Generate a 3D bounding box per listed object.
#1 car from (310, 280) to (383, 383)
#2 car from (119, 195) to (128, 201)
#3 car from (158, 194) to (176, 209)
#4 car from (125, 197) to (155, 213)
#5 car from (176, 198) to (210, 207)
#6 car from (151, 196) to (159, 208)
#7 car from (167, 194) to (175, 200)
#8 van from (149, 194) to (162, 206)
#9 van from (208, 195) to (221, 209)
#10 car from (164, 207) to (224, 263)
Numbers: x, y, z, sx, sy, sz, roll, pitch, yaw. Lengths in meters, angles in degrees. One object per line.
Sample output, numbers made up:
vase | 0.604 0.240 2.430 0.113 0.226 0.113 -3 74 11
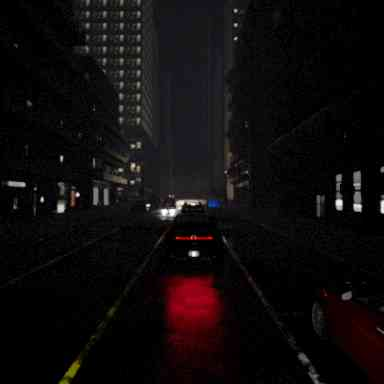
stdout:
car | 2.704 1.581 3.616 1.802 1.307 4.206 1 0 0
car | -16.490 1.453 76.073 4.097 1.590 1.967 0 -1 0
car | -3.084 1.466 45.105 2.128 1.511 4.902 0 0 0
car | -5.642 1.530 36.805 2.008 1.369 4.403 1 0 0
car | 0.070 1.478 26.925 2.128 1.511 4.902 0 0 0
car | -5.643 1.558 42.346 1.802 1.307 4.206 1 0 0
car | -5.672 1.386 91.493 1.967 1.590 4.097 1 0 0
van | -5.808 1.311 53.427 1.690 1.788 3.998 1 0 0
van | 2.709 1.318 42.399 1.690 1.788 3.998 1 0 0
car | 0.069 1.500 11.922 1.837 1.490 4.892 0 0 0
